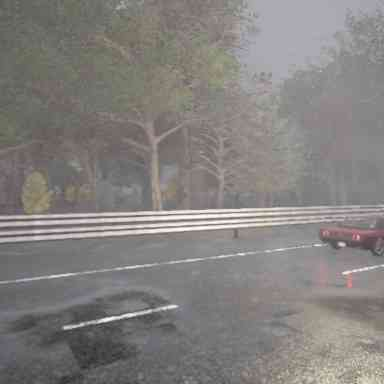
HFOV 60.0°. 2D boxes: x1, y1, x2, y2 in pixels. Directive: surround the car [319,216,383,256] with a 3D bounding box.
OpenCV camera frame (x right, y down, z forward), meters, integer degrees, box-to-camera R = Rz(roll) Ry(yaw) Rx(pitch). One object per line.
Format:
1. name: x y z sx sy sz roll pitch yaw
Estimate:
1. car: 7.248 1.595 13.026 4.718 1.301 1.895 0 0 -31
